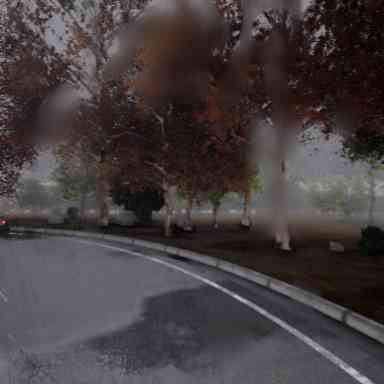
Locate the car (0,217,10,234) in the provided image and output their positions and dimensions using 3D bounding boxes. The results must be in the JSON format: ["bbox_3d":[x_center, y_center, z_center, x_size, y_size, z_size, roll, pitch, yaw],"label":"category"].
[{"bbox_3d":[-10.472,1.373,14.313,5.357,1.411,2.033,0,1,20],"label":"car"}]
